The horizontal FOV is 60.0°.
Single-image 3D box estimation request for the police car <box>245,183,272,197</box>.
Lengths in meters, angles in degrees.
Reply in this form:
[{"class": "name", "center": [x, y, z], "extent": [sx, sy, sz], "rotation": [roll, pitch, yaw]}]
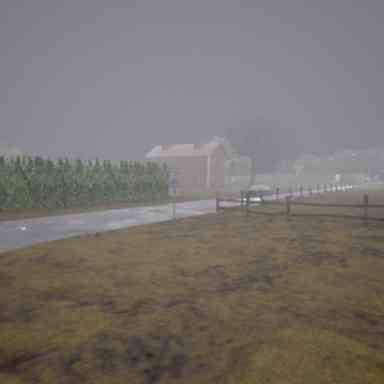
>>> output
[{"class": "police car", "center": [8.282, -0.267, 41.215], "extent": [1.930, 1.638, 5.238], "rotation": [3, 4, 35]}]
